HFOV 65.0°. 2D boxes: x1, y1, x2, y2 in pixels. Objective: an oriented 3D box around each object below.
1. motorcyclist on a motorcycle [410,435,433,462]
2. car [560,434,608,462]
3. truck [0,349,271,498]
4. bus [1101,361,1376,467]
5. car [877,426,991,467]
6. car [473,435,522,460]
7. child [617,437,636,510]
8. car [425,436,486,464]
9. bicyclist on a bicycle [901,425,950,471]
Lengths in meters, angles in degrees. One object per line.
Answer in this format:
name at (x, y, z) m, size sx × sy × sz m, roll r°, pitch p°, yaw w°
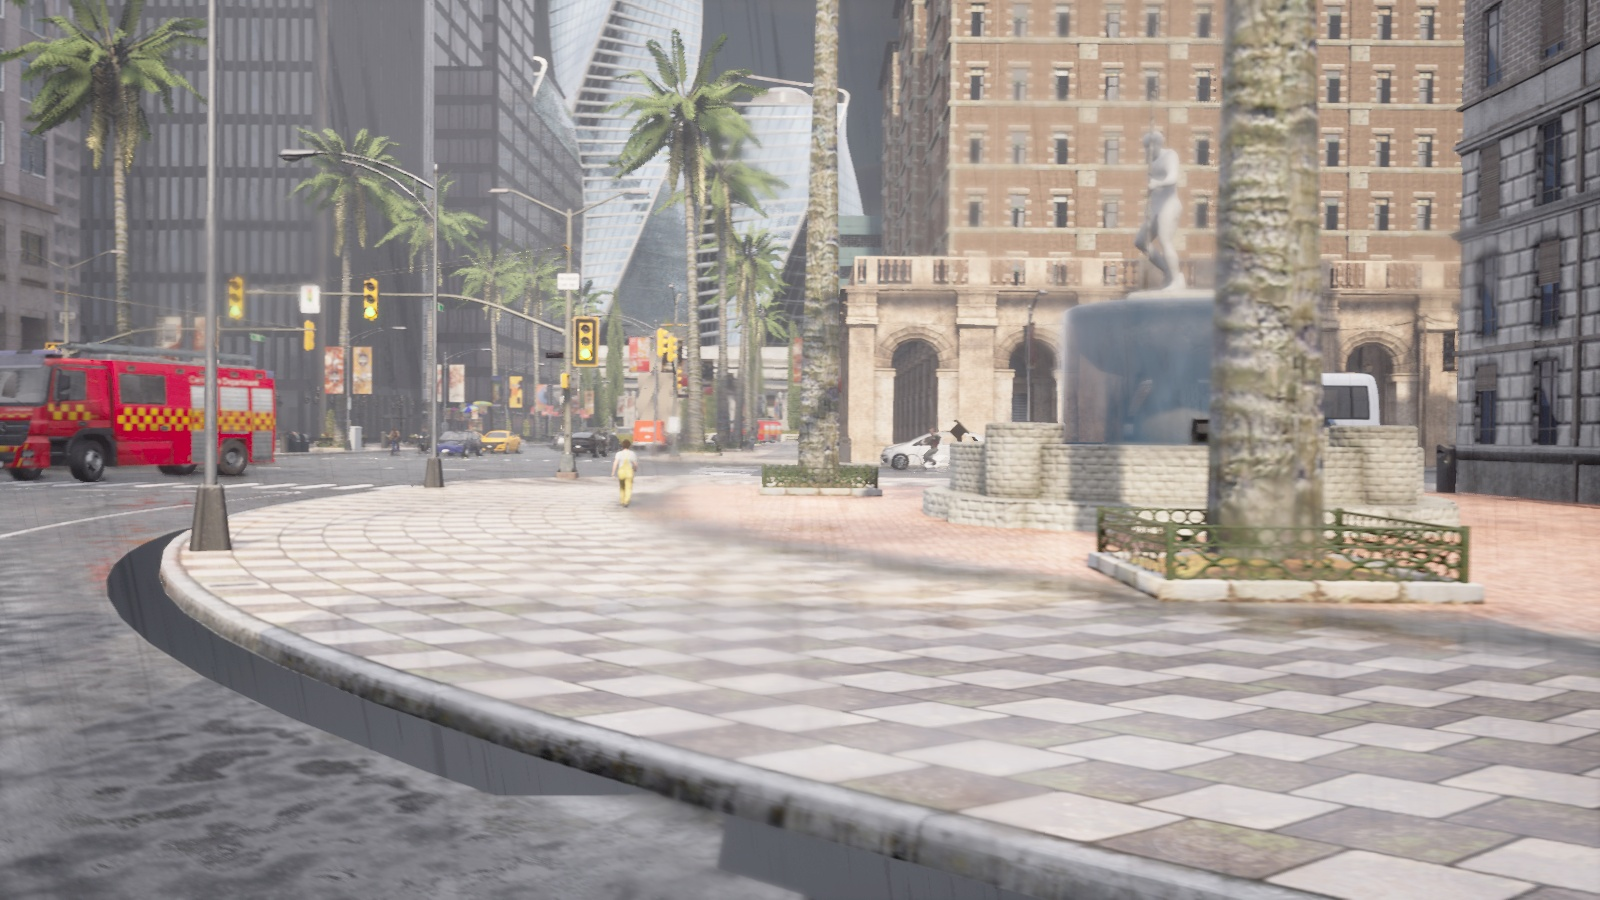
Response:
motorcyclist on a motorcycle at (-23.229, -0.103, 77.069) m, size 0.866 × 1.590 × 1.817 m, roll 0°, pitch 1°, yaw 1°
car at (-12.774, -0.138, 74.540) m, size 1.882 × 1.535 × 5.008 m, roll -1°, pitch 1°, yaw 1°
truck at (-19.863, -0.736, 36.880) m, size 2.891 × 3.827 × 8.468 m, roll 0°, pitch 1°, yaw 21°
bus at (18.351, -1.480, 53.194) m, size 10.273 × 4.253 × 3.944 m, roll 0°, pitch 1°, yaw 1°
car at (5.654, -0.153, 53.335) m, size 4.611 × 1.667 × 2.242 m, roll 0°, pitch 1°, yaw 1°
car at (-19.669, -0.169, 81.772) m, size 1.882 × 1.535 × 5.008 m, roll 0°, pitch 1°, yaw 1°
child at (-3.046, 0.412, 22.086) m, size 0.270 × 1.263 × 0.437 m, roll -1°, pitch 1°, yaw -3°
car at (-19.788, -0.025, 72.347) m, size 2.163 × 1.488 × 4.792 m, roll 0°, pitch 1°, yaw 1°
bicyclist on a bicycle at (4.982, -0.078, 49.844) m, size 1.843 × 1.776 × 0.659 m, roll 1°, pitch 1°, yaw 1°
